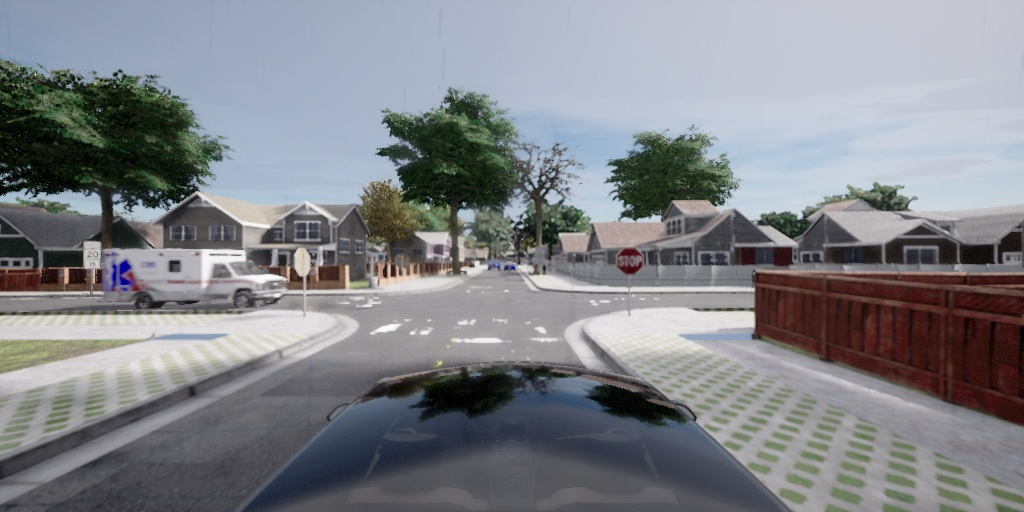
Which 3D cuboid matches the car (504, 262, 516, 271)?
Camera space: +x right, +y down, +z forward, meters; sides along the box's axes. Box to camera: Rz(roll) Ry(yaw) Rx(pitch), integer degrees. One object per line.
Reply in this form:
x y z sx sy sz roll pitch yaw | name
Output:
-0.368 1.775 60.373 1.882 1.535 5.008 0 -1 0 | car

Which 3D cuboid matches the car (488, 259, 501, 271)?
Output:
-3.144 1.561 64.497 2.150 2.045 5.566 0 -1 0 | car

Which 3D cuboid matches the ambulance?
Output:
-13.125 0.971 15.162 6.366 2.431 2.351 0 -1 0 | ambulance
